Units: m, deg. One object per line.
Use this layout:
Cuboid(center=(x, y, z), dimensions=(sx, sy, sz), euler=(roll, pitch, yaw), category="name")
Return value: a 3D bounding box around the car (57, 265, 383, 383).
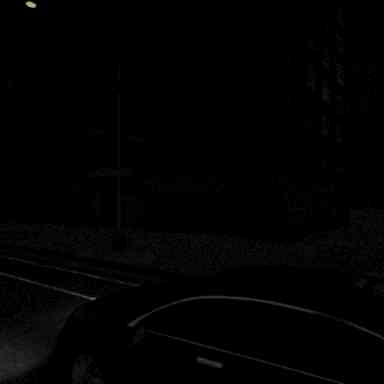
Cuboid(center=(0.674, 1.509, 3.204), dimensions=(4.892, 1.490, 1.837), euler=(0, 0, 36), category="car")
